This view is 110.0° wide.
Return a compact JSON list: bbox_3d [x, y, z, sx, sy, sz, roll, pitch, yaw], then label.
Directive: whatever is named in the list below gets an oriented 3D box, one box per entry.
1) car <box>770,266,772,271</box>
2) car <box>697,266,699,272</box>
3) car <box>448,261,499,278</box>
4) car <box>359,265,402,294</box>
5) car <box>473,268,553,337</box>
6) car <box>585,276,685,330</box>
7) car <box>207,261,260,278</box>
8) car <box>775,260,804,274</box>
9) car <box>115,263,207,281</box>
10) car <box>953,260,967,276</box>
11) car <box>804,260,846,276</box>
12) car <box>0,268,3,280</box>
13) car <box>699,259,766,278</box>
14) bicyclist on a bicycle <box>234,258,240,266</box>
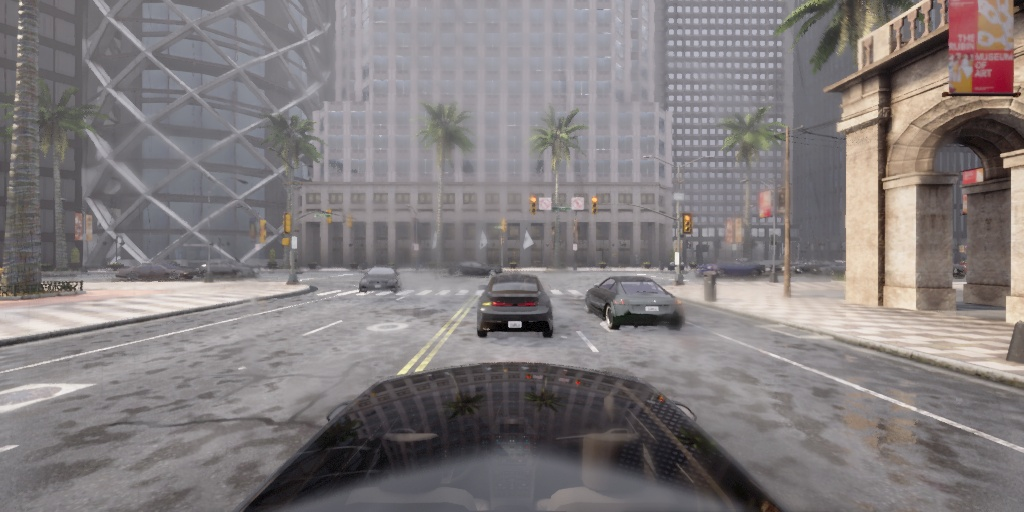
[{"bbox_3d":[23.188,1.228,36.759,5.008,1.535,1.882,0,0,0],"label":"car"},{"bbox_3d":[23.449,1.228,40.259,5.008,1.535,1.882,0,0,0],"label":"car"},{"bbox_3d":[-3.376,1.224,33.139,5.008,1.535,1.882,0,0,0],"label":"car"},{"bbox_3d":[-7.338,1.276,20.486,1.812,1.442,4.674,1,0,-13],"label":"car"},{"bbox_3d":[0.078,1.255,10.283,1.837,1.490,4.892,0,0,0],"label":"car"},{"bbox_3d":[3.582,1.314,11.148,1.994,1.385,4.181,0,0,0],"label":"car"},{"bbox_3d":[-25.970,1.240,32.887,4.902,1.511,2.128,0,0,-4],"label":"car"},{"bbox_3d":[33.022,1.241,40.228,4.902,1.511,2.128,0,0,0],"label":"car"},{"bbox_3d":[-28.853,1.297,29.367,5.357,1.411,2.033,0,0,-6],"label":"car"},{"bbox_3d":[43.022,1.242,36.681,4.902,1.511,2.128,0,0,0],"label":"car"},{"bbox_3d":[33.056,1.314,36.730,4.181,1.385,1.994,0,0,0],"label":"car"},{"bbox_3d":[-42.675,1.227,28.145,5.008,1.535,1.882,0,0,-33],"label":"car"},{"bbox_3d":[20.356,1.102,33.066,4.553,1.767,2.097,0,0,0],"label":"car"},{"bbox_3d":[-35.744,1.050,46.596,0.582,1.620,1.656,0,0,-12],"label":"bicyclist on a bicycle"}]
